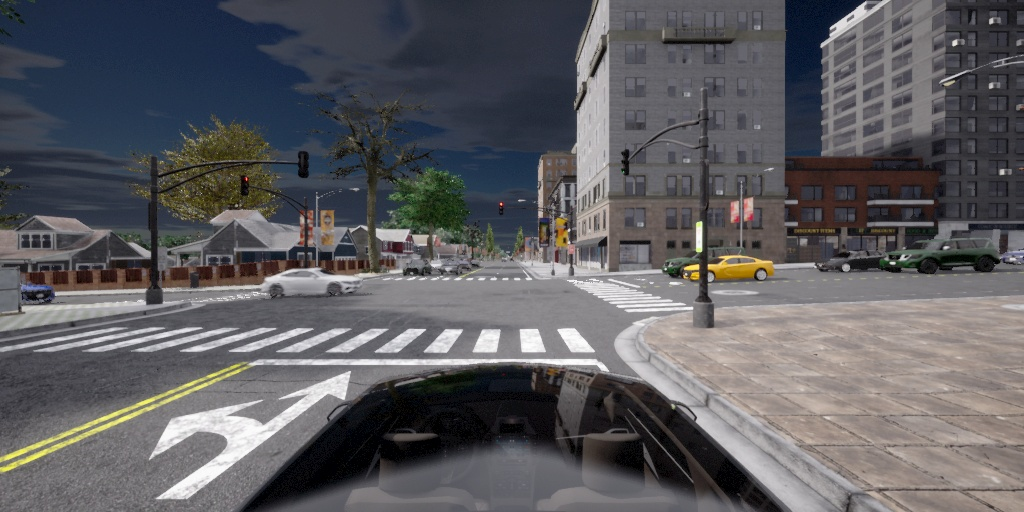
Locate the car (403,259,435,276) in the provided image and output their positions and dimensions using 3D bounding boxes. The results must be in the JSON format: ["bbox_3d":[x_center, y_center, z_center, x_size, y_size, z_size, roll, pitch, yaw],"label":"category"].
[{"bbox_3d":[-9.850,1.119,37.503,2.097,1.767,4.553,0,0,0],"label":"car"}]

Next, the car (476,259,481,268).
[{"bbox_3d":[-6.583,1.331,62.962,1.837,1.490,4.892,0,0,0],"label":"car"}]

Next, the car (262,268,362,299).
[{"bbox_3d":[-10.164,1.333,18.310,4.674,1.442,1.812,-2,0,0],"label":"car"}]

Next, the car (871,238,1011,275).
[{"bbox_3d":[25.872,-0.002,21.770,5.566,2.045,2.150,-2,0,0],"label":"car"}]

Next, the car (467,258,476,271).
[{"bbox_3d":[-6.605,1.334,49.296,2.033,1.411,5.357,0,0,0],"label":"car"}]

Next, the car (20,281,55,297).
[{"bbox_3d":[-26.745,1.856,18.454,5.008,1.535,1.882,-2,0,1],"label":"car"}]

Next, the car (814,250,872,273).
[{"bbox_3d":[23.925,0.342,25.017,4.892,1.490,1.837,-2,0,0],"label":"car"}]

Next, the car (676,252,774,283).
[{"bbox_3d":[13.032,0.741,21.737,5.008,1.535,1.882,-2,0,-1],"label":"car"}]

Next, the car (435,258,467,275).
[{"bbox_3d":[-6.599,1.261,39.578,2.128,1.511,4.902,0,0,0],"label":"car"}]

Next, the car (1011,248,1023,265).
[{"bbox_3d":[37.294,-0.128,25.039,4.674,1.442,1.812,-2,0,0],"label":"car"}]

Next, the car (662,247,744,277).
[{"bbox_3d":[13.452,0.458,24.985,5.566,2.045,2.150,-2,0,0],"label":"car"}]
